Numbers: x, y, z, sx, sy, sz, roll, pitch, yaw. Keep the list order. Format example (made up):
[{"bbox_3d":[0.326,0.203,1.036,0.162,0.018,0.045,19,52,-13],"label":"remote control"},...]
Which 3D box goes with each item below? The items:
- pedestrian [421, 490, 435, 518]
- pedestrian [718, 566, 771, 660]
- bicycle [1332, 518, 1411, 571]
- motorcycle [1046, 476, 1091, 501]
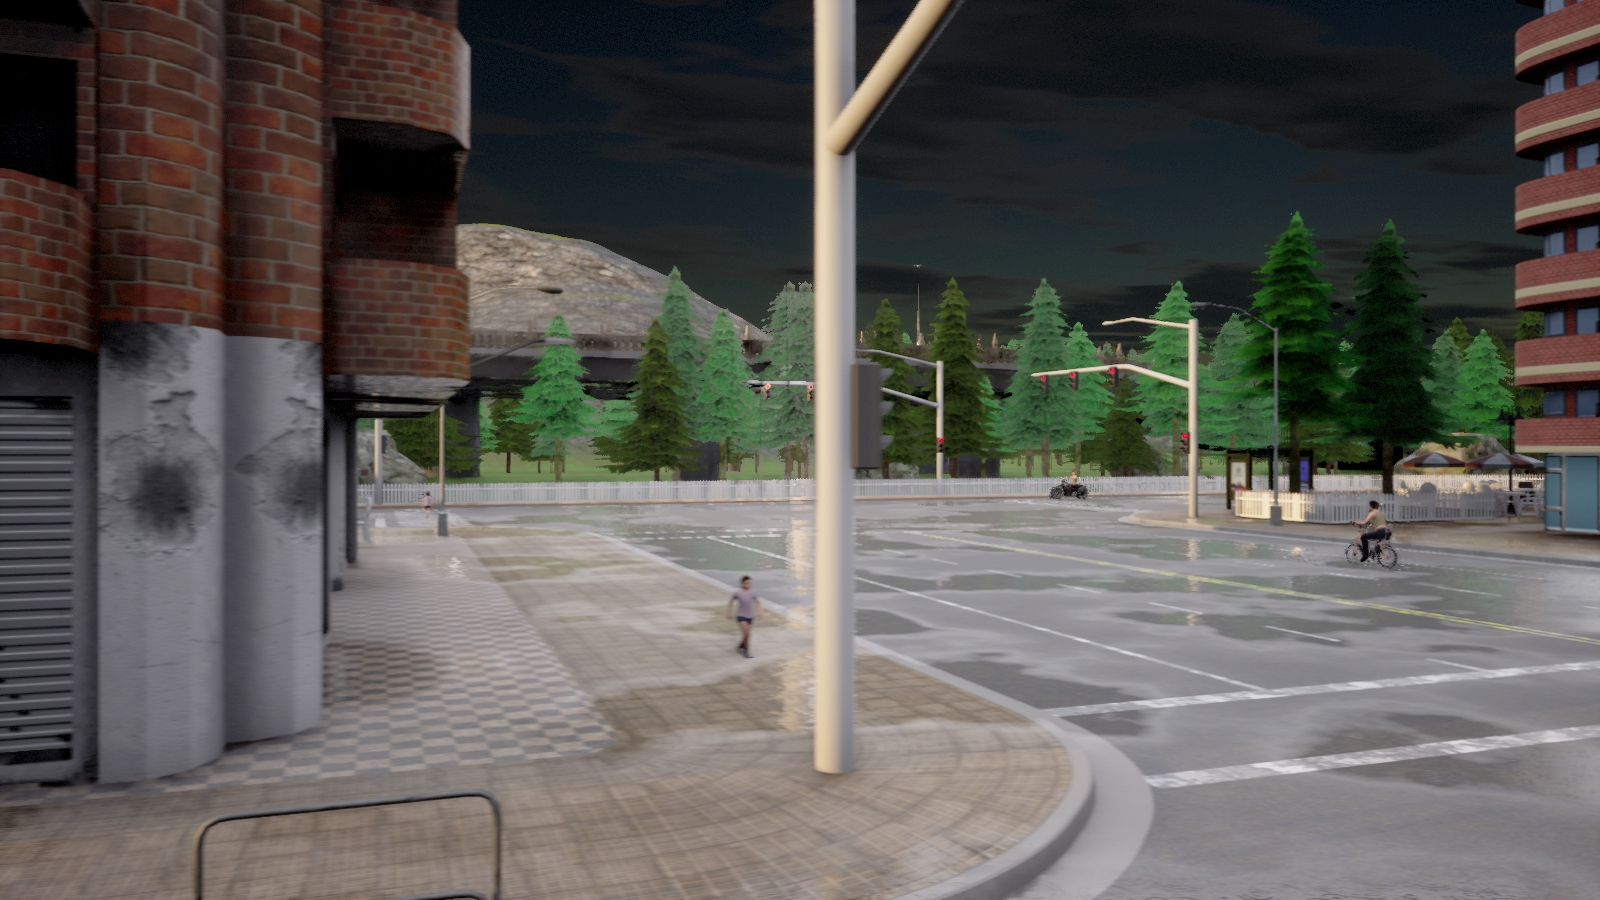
[{"bbox_3d":[-15.005,2.173,46.055,0.500,1.100,0.500,0,0,-12],"label":"pedestrian"},{"bbox_3d":[-0.717,2.077,14.653,0.500,1.100,0.500,0,0,-30],"label":"pedestrian"},{"bbox_3d":[13.595,2.233,27.216,0.859,1.126,1.487,0,0,-20],"label":"bicycle"},{"bbox_3d":[14.704,2.100,62.502,2.356,1.307,0.764,0,0,-19],"label":"motorcycle"}]
